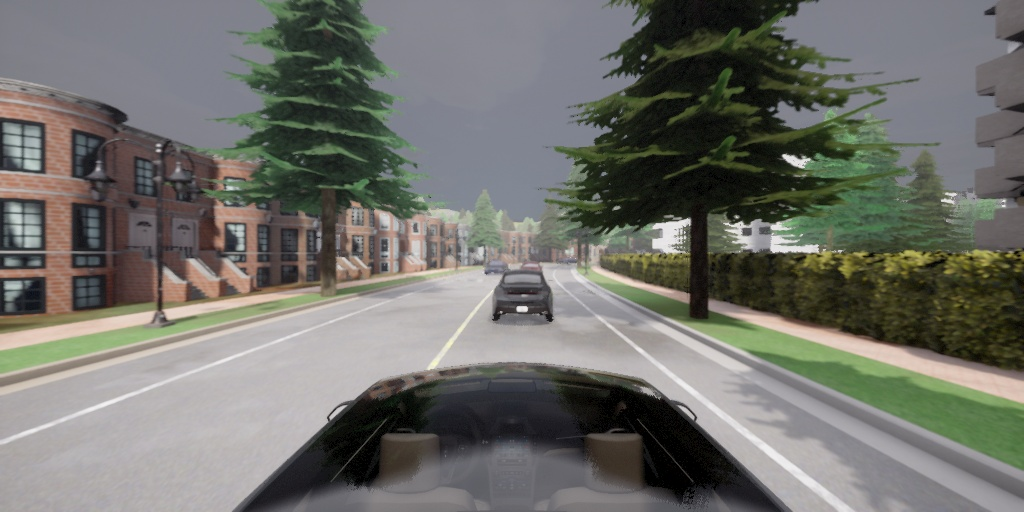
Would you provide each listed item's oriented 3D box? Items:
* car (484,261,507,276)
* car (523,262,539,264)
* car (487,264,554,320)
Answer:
[{"bbox_3d":[-1.435,1.152,35.357,2.033,1.411,5.357,0,0,7],"label":"car"},{"bbox_3d":[1.517,1.163,28.412,1.812,1.442,4.674,0,0,6],"label":"car"},{"bbox_3d":[0.388,1.210,12.370,1.837,1.490,4.892,0,0,2],"label":"car"}]
